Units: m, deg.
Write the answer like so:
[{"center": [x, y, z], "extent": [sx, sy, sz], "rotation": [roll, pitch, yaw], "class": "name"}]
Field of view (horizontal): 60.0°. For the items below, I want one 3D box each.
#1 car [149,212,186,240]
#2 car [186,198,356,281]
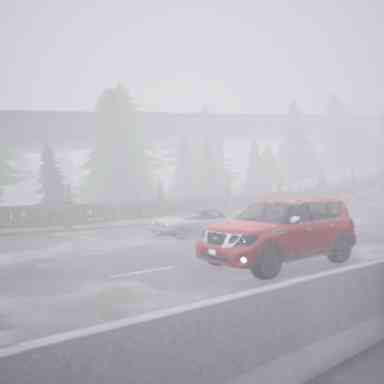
[{"center": [0.221, 1.578, 16.979], "extent": [4.718, 1.301, 1.895], "rotation": [0, 0, -35], "class": "car"}, {"center": [2.785, 1.210, 10.227], "extent": [5.566, 2.045, 2.150], "rotation": [0, 0, -35], "class": "car"}]
